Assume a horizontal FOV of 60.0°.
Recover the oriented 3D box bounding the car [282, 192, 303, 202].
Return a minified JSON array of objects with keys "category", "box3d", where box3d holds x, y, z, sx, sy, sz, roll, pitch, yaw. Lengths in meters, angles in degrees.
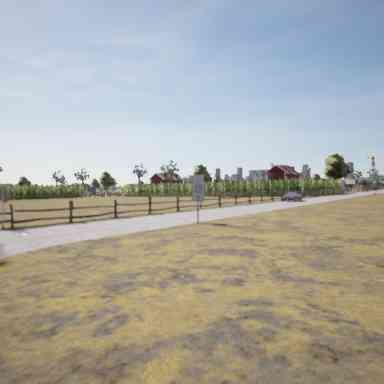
[{"category":"car","box3d":[14.873,0.702,49.275,1.994,1.385,4.181,0,1,36]}]
